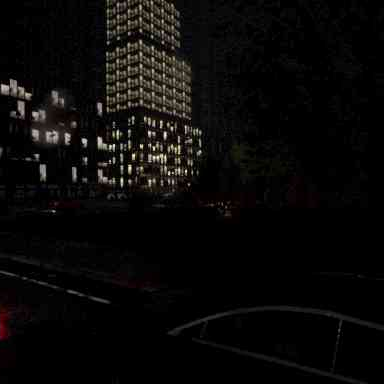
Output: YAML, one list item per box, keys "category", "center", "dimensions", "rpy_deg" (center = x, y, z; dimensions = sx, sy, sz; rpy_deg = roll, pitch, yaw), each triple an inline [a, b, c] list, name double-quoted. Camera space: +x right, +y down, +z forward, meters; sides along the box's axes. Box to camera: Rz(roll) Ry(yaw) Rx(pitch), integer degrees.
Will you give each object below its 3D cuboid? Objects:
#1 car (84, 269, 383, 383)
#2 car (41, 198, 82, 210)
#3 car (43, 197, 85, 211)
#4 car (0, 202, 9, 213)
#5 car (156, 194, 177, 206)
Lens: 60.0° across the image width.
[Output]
- category: "car"
  center: [1.075, 1.492, 2.920]
  dimensions: [4.902, 1.511, 2.128]
  rpy_deg: [0, 0, 35]
- category: "car"
  center: [-17.789, 1.583, 45.576]
  dimensions: [1.882, 1.535, 5.008]
  rpy_deg: [-1, -1, 37]
- category: "car"
  center: [-16.058, 1.409, 42.474]
  dimensions: [2.097, 1.767, 4.553]
  rpy_deg: [-1, -1, 37]
- category: "car"
  center: [-21.656, 1.609, 35.032]
  dimensions: [1.994, 1.385, 4.181]
  rpy_deg: [-1, -1, 37]
- category: "car"
  center: [-4.207, 1.603, 58.138]
  dimensions: [1.812, 1.442, 4.674]
  rpy_deg: [-1, -1, 37]
